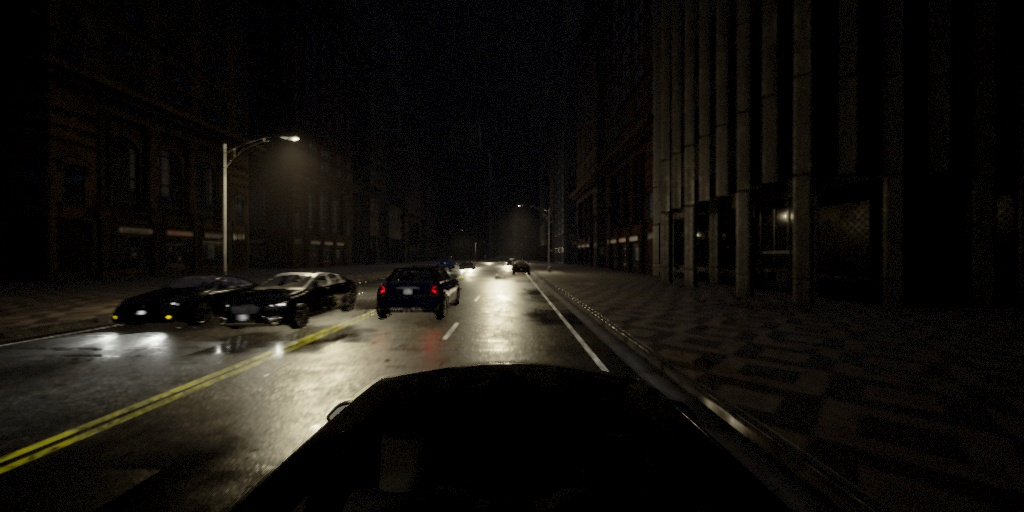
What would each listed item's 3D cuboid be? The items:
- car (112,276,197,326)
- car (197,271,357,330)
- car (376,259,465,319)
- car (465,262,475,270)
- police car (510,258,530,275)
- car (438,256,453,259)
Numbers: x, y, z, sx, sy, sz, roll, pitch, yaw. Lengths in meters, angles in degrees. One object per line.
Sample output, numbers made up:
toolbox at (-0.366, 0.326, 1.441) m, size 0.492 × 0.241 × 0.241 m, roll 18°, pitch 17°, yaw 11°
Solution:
car at (-9.848, 1.316, 11.512) m, size 1.994 × 1.385 × 4.181 m, roll 0°, pitch 0°, yaw 0°
car at (-6.598, 1.244, 11.237) m, size 2.128 × 1.511 × 4.902 m, roll 0°, pitch 0°, yaw 0°
car at (-3.149, 1.105, 12.975) m, size 2.097 × 1.767 × 4.553 m, roll 0°, pitch 0°, yaw 0°
car at (-6.558, 1.355, 52.943) m, size 1.994 × 1.385 × 4.181 m, roll 0°, pitch 0°, yaw 0°
police car at (0.979, 1.199, 39.384) m, size 1.930 × 1.638 × 5.238 m, roll 0°, pitch 0°, yaw 0°
car at (-9.808, 1.013, 52.671) m, size 2.150 × 2.045 × 5.566 m, roll 0°, pitch 0°, yaw 0°
